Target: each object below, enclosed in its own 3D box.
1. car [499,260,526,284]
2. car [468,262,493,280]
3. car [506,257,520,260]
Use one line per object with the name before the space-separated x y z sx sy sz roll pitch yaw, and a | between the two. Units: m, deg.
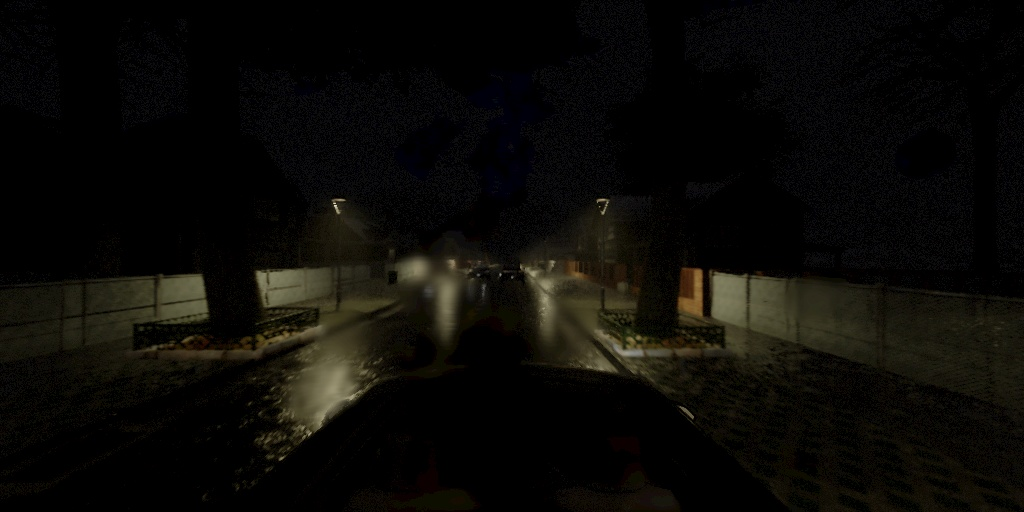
car | 0.041 1.296 27.397 2.128 1.511 4.902 0 0 0
car | -2.719 1.316 31.718 2.128 1.511 4.902 0 0 0
car | 0.111 1.118 43.554 2.150 2.045 5.566 0 0 0
